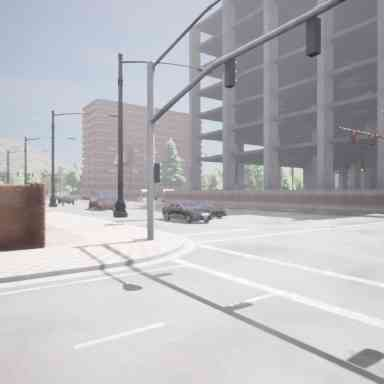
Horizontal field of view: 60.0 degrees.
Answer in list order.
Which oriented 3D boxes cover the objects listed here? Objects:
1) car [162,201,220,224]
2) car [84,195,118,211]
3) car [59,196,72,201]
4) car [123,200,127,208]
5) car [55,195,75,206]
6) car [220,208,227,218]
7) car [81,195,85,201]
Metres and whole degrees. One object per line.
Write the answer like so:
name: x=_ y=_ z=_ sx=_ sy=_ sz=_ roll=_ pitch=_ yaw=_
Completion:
car: x=-0.465 y=1.490 z=25.067 sx=2.128 sy=1.511 sz=4.902 roll=0 pitch=0 yaw=-35
car: x=-10.857 y=1.353 z=39.922 sx=2.097 sy=1.767 sz=4.553 roll=0 pitch=0 yaw=-35
car: x=-30.968 y=1.594 z=81.077 sx=1.895 sy=1.301 sz=4.718 roll=0 pitch=0 yaw=-35
car: x=-10.522 y=1.504 z=45.565 sx=1.837 sy=1.490 sz=4.892 roll=0 pitch=0 yaw=-35
car: x=-20.318 y=1.306 z=53.621 sx=1.837 sy=1.490 sz=4.892 roll=0 pitch=0 yaw=-35
car: x=0.742 y=1.547 z=29.430 sx=2.033 sy=1.411 sz=5.357 roll=0 pitch=0 yaw=-35
car: x=-24.601 y=1.363 z=78.078 sx=1.812 sy=1.442 sz=4.674 roll=0 pitch=0 yaw=-35
